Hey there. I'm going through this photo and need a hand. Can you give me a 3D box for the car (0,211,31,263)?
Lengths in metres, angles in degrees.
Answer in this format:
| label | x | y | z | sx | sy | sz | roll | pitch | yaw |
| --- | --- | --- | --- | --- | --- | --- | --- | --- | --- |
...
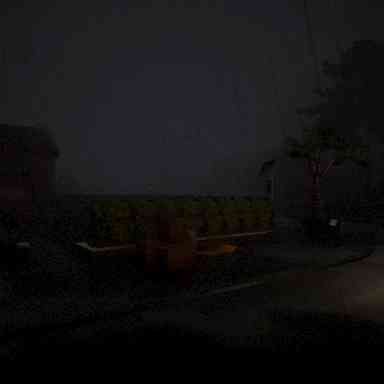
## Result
| label | x | y | z | sx | sy | sz | roll | pitch | yaw |
| --- | --- | --- | --- | --- | --- | --- | --- | --- | --- |
| car | -6.510 | 1.356 | 10.753 | 2.033 | 1.415 | 5.357 | 0 | 0 | -33 |
